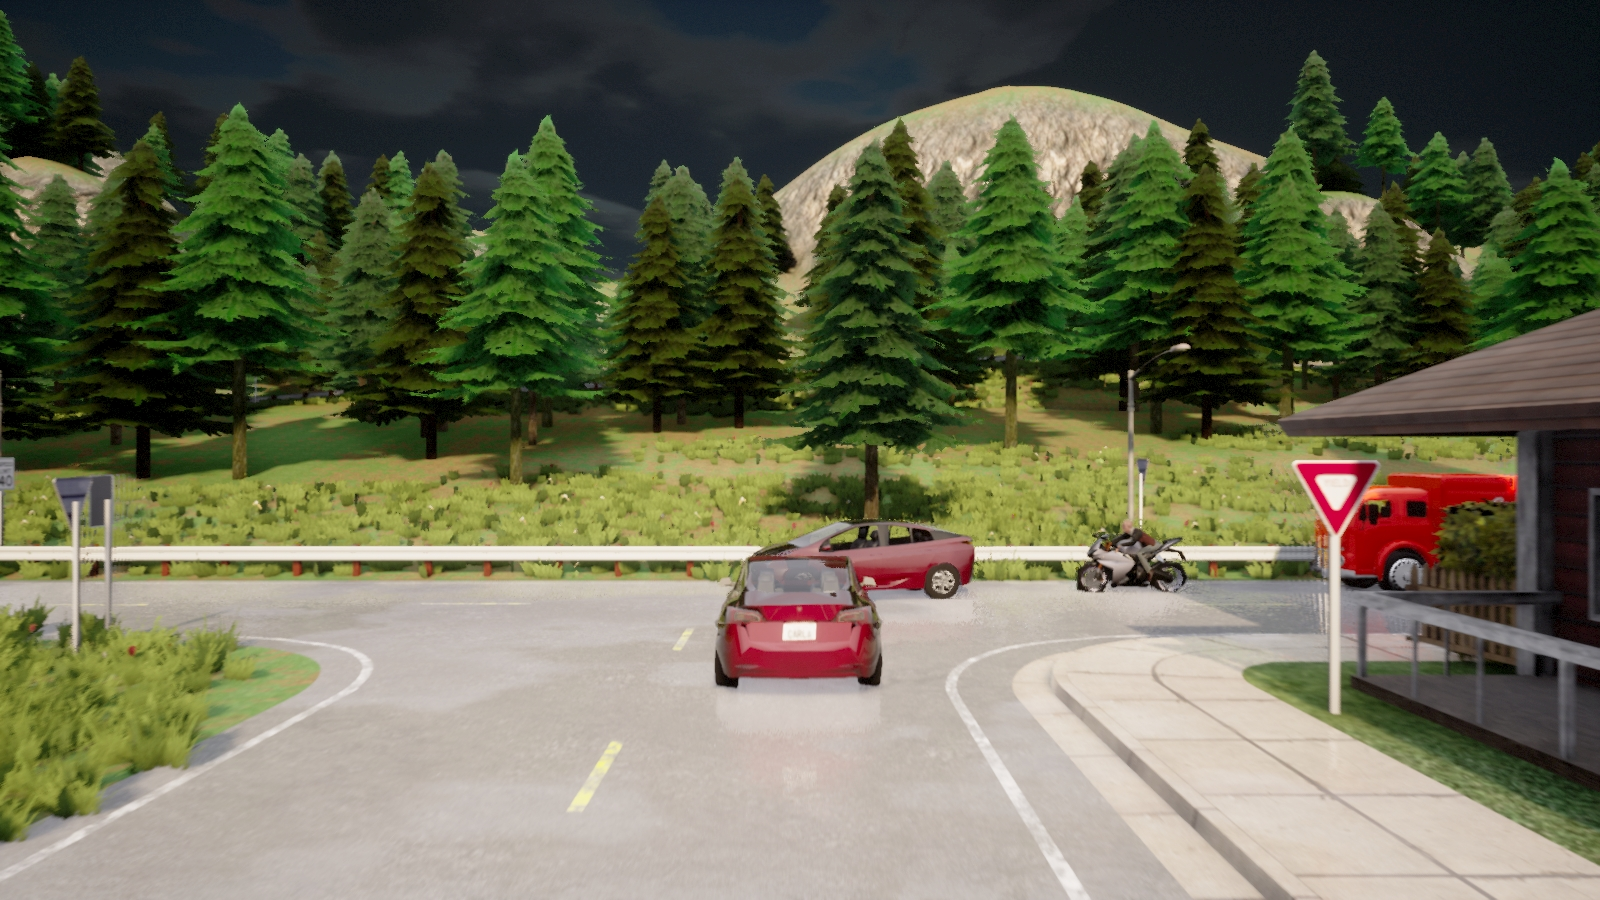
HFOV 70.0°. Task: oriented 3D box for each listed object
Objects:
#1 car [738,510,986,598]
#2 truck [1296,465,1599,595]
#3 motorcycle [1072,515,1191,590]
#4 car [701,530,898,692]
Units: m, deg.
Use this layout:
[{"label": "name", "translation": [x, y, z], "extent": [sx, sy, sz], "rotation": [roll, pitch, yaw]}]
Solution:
[{"label": "car", "translation": [1.192, 2.007, 22.661], "extent": [4.514, 1.525, 2.007], "rotation": [1, -1, -15]}, {"label": "truck", "translation": [13.402, 1.573, 23.536], "extent": [5.204, 2.467, 2.627], "rotation": [0, 0, 0]}, {"label": "motorcycle", "translation": [6.805, 2.100, 23.524], "extent": [2.209, 1.460, 0.867], "rotation": [0, 0, 0]}, {"label": "car", "translation": [-0.029, 1.935, 14.958], "extent": [2.163, 1.488, 4.792], "rotation": [0, -1, -1]}]
